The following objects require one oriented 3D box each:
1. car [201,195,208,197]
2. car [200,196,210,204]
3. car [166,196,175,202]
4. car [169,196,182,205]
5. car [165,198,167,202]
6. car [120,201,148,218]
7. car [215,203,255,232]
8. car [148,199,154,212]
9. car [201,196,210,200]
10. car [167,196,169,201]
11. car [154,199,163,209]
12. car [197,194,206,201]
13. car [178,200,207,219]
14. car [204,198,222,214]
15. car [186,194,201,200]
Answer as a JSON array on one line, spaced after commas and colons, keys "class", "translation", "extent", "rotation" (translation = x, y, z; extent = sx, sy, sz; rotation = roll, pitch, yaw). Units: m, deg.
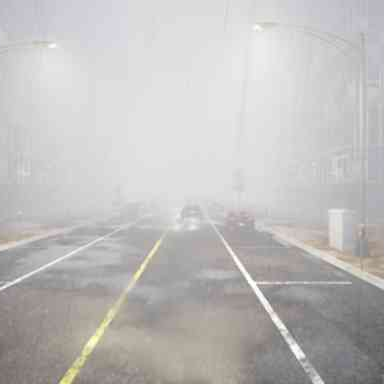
[{"class": "car", "translation": [2.692, 1.760, 60.161], "extent": [1.947, 1.339, 4.313], "rotation": [0, 0, 0]}, {"class": "car", "translation": [2.692, 1.661, 71.546], "extent": [1.967, 1.590, 4.097], "rotation": [0, 0, 0]}, {"class": "car", "translation": [-5.689, 1.805, 88.634], "extent": [2.008, 1.369, 4.403], "rotation": [0, 0, 0]}, {"class": "car", "translation": [-3.009, 1.684, 66.387], "extent": [1.882, 1.535, 5.008], "rotation": [0, 0, 0]}, {"class": "car", "translation": [-5.689, 1.745, 54.477], "extent": [1.947, 1.339, 4.313], "rotation": [0, 0, 0]}, {"class": "car", "translation": [-5.689, 1.659, 31.706], "extent": [1.887, 1.381, 4.507], "rotation": [0, 0, 0]}, {"class": "car", "translation": [2.692, 1.622, 20.316], "extent": [1.887, 1.381, 4.507], "rotation": [0, 0, 0]}, {"class": "car", "translation": [-5.689, 1.713, 37.400], "extent": [1.802, 1.307, 4.206], "rotation": [0, 0, 0]}, {"class": "car", "translation": [2.692, 1.730, 48.777], "extent": [1.947, 1.339, 4.313], "rotation": [0, 0, 0]}, {"class": "car", "translation": [-5.689, 1.769, 82.770], "extent": [1.752, 1.417, 4.829], "rotation": [0, 0, 0]}, {"class": "car", "translation": [-5.689, 1.709, 48.785], "extent": [1.887, 1.381, 4.507], "rotation": [0, 0, 0]}, {"class": "car", "translation": [2.693, 1.580, 94.315], "extent": [2.192, 1.841, 5.009], "rotation": [0, 0, 0]}, {"class": "car", "translation": [0.036, 1.674, 29.895], "extent": [1.994, 1.385, 4.181], "rotation": [0, 0, 1]}, {"class": "car", "translation": [2.692, 1.697, 37.392], "extent": [1.947, 1.339, 4.313], "rotation": [0, 0, 0]}, {"class": "car", "translation": [0.001, 1.539, 57.784], "extent": [2.097, 1.767, 4.553], "rotation": [0, 0, 0]}]
